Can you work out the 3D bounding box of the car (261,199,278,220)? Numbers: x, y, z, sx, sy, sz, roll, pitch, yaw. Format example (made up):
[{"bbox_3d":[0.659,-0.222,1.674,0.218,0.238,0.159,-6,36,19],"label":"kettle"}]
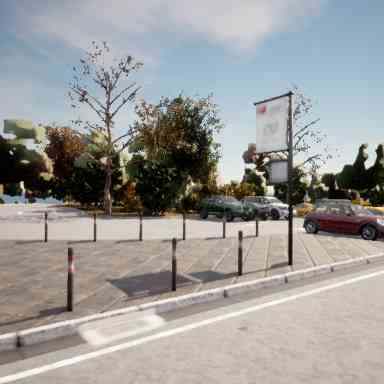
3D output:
[{"bbox_3d":[4.817,1.633,29.712,2.231,1.521,4.892,2,-1,-36],"label":"car"}]

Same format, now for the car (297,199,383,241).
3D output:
[{"bbox_3d":[8.098,1.395,16.977,2.185,1.767,4.553,2,-1,-36],"label":"car"}]

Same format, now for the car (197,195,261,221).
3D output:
[{"bbox_3d":[2.676,1.318,28.129,2.435,2.045,5.566,2,-1,-36],"label":"car"}]

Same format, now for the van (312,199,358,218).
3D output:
[{"bbox_3d":[16.209,1.841,37.792,1.878,1.987,4.442,3,-1,-36],"label":"van"}]

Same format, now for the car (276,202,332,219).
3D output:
[{"bbox_3d":[11.601,1.872,34.848,1.946,1.575,5.366,2,-1,-36],"label":"car"}]

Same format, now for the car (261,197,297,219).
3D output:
[{"bbox_3d":[7.094,1.451,31.340,2.435,2.045,5.566,2,-1,-36],"label":"car"}]

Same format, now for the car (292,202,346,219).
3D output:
[{"bbox_3d":[13.760,1.962,36.401,1.946,1.575,5.366,3,-1,-36],"label":"car"}]
